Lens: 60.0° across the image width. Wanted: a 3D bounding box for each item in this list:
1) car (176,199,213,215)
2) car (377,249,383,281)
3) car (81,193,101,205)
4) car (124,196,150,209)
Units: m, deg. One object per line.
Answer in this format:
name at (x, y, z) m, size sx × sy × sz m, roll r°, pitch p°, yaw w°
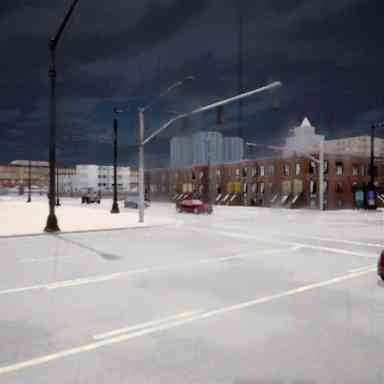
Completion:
car at (0.200, 1.492, 34.696) m, size 1.882 × 1.535 × 5.008 m, roll 0°, pitch 0°, yaw -36°
car at (6.543, 1.571, 8.417) m, size 4.181 × 1.385 × 1.994 m, roll 0°, pitch 0°, yaw -35°
car at (-18.502, 1.237, 60.871) m, size 2.150 × 2.045 × 5.566 m, roll 0°, pitch 0°, yaw -35°
car at (-7.491, 1.365, 45.418) m, size 2.097 × 1.767 × 4.553 m, roll 0°, pitch 0°, yaw -36°
